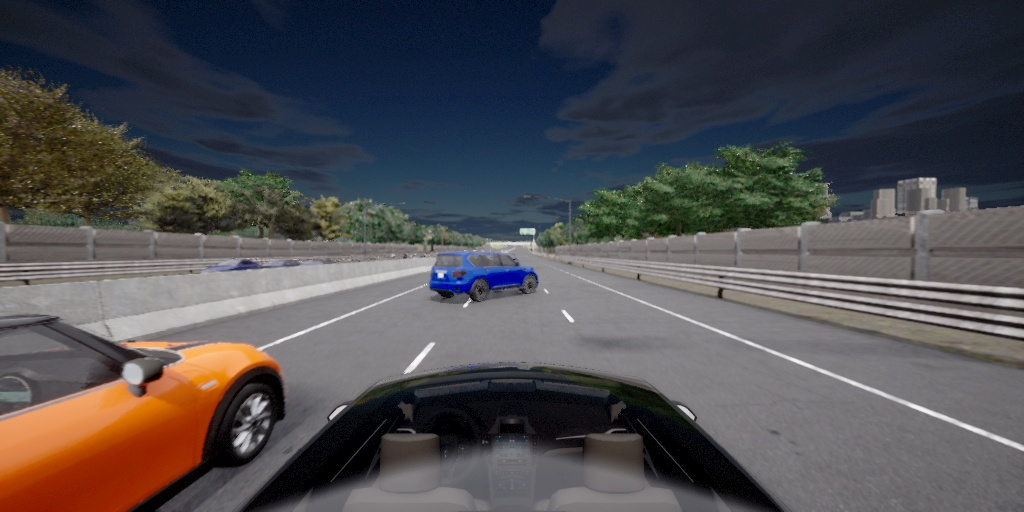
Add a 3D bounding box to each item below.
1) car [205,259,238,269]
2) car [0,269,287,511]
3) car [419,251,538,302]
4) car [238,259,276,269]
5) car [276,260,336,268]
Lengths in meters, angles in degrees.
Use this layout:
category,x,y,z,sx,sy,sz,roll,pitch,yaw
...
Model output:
category,x,y,z,sx,sy,sz,roll,pitch,yaw
car,-21.079,0.971,27.326,1.812,1.442,4.674,0,1,0
car,-3.500,1.099,2.030,2.097,1.767,4.553,0,1,0
car,-1.083,0.805,16.072,2.150,2.045,5.566,0,1,39
car,-17.582,0.994,27.243,2.033,1.411,5.357,0,1,0
car,-14.088,1.011,25.871,2.033,1.411,5.357,0,1,0
